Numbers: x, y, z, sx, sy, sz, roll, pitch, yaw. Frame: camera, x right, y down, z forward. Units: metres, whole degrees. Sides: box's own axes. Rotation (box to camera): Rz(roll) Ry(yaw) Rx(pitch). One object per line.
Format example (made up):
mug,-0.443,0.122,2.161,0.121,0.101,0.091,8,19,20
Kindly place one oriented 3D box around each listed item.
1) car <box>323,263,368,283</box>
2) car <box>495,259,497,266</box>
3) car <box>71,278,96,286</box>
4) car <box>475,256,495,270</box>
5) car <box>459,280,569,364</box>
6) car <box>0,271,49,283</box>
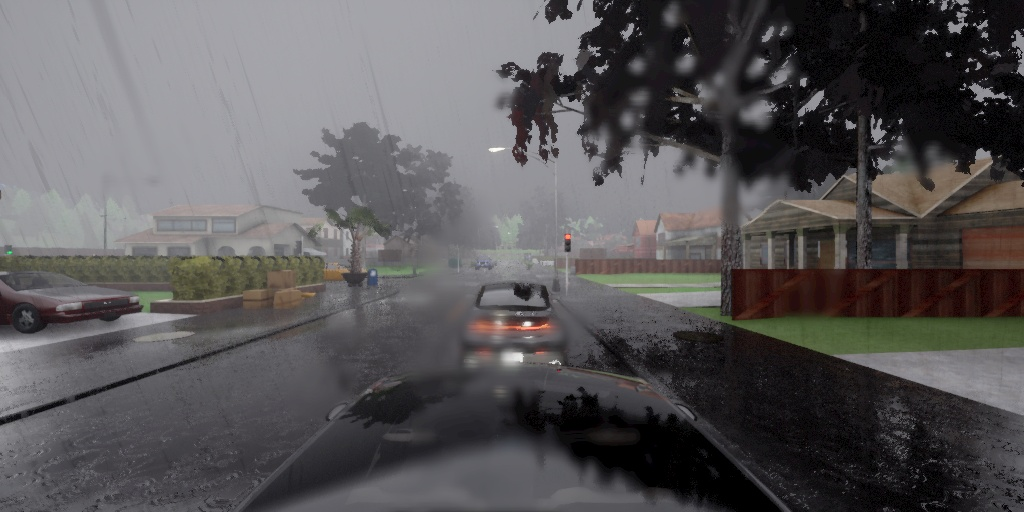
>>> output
car,-13.245,1.228,26.732,5.008,1.535,1.882,0,0,0
car,-4.039,1.241,62.319,2.128,1.511,4.902,0,0,0
car,-28.943,1.241,26.732,4.902,1.511,2.128,0,0,0
car,-4.072,0.971,52.269,2.150,2.045,5.566,0,0,0
car,0.046,1.255,7.667,1.837,1.490,4.892,0,0,1
car,-43.858,1.241,30.852,4.902,1.511,2.128,0,0,0
